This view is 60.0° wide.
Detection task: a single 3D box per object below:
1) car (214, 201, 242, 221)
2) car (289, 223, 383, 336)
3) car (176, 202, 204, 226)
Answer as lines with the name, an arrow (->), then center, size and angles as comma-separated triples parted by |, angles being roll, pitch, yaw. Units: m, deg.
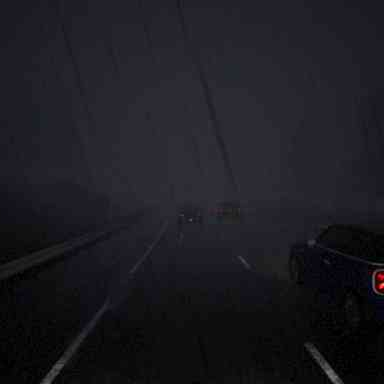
car -> 3.197, 1.622, 30.286 | 2.097, 1.767, 4.553 | 0, -1, -2
car -> 3.599, 1.415, 6.948 | 2.097, 1.767, 4.553 | 0, -1, 0
car -> -0.128, 1.749, 25.049 | 1.812, 1.442, 4.674 | 0, -1, -2
